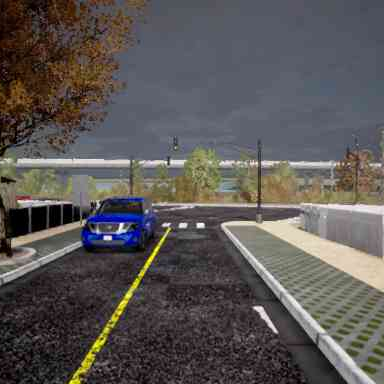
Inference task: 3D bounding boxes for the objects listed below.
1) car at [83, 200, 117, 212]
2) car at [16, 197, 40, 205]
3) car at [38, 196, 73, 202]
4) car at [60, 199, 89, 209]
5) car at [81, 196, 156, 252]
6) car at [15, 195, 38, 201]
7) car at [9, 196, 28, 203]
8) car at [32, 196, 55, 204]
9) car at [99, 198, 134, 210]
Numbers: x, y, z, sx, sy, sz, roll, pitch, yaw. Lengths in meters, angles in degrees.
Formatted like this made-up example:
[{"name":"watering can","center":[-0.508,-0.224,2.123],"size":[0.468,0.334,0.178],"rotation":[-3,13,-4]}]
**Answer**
[{"name":"car","center":[-11.894,1.768,42.790],"size":[4.674,1.442,1.812],"rotation":[0,2,38]},{"name":"car","center":[-32.473,1.771,65.878],"size":[4.902,1.511,2.128],"rotation":[-1,2,36]},{"name":"car","center":[-19.945,1.668,48.632],"size":[4.553,1.767,2.097],"rotation":[-1,2,36]},{"name":"car","center":[-18.116,1.808,51.334],"size":[4.718,1.301,1.895],"rotation":[-1,2,36]},{"name":"car","center":[-2.851,1.224,14.172],"size":[2.150,2.045,5.566],"rotation":[0,0,1]},{"name":"car","center":[-30.661,1.546,60.510],"size":[5.566,2.045,2.150],"rotation":[-1,1,36]},{"name":"car","center":[-39.003,1.620,74.623],"size":[4.892,1.490,1.837],"rotation":[-1,2,36]},{"name":"car","center":[-30.562,1.657,68.501],"size":[4.902,1.511,2.128],"rotation":[-1,2,36]},{"name":"car","center":[-10.410,1.615,45.732],"size":[5.008,1.535,1.882],"rotation":[-1,2,36]}]
